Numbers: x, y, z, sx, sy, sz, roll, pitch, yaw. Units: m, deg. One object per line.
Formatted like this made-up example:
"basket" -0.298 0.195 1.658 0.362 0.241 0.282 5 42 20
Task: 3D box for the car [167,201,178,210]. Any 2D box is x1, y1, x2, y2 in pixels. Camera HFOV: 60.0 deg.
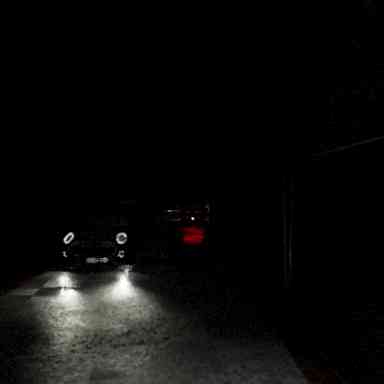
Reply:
"car" -2.921 2.226 54.496 2.033 1.411 5.357 0 -1 1

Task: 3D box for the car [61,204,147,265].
"car" -2.865 1.371 11.731 2.097 1.767 4.553 0 0 0

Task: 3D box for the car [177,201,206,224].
"car" 0.050 1.639 25.754 1.837 1.490 4.892 0 -1 0

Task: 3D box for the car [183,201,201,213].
"car" -0.031 1.901 42.920 2.128 1.511 4.902 0 -1 0
